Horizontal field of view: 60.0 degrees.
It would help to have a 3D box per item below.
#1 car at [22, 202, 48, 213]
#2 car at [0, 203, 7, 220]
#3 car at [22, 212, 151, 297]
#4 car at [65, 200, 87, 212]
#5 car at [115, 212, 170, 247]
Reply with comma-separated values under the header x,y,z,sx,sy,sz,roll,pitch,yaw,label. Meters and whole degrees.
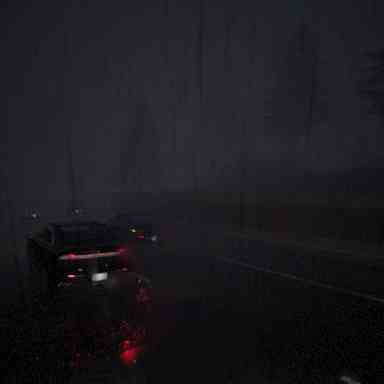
x,y,z,sx,sy,sz,roll,pitch,yaw,label
-12.988,1.595,27.585,1.812,1.442,4.674,0,0,-23,car
-16.999,1.558,28.156,1.837,1.490,4.892,0,0,-23,car
-3.164,1.519,8.837,2.128,1.511,4.902,0,0,-32,car
-11.987,1.611,34.528,1.837,1.490,4.892,0,0,-21,car
-2.572,1.583,14.611,1.812,1.442,4.674,0,0,-30,car
